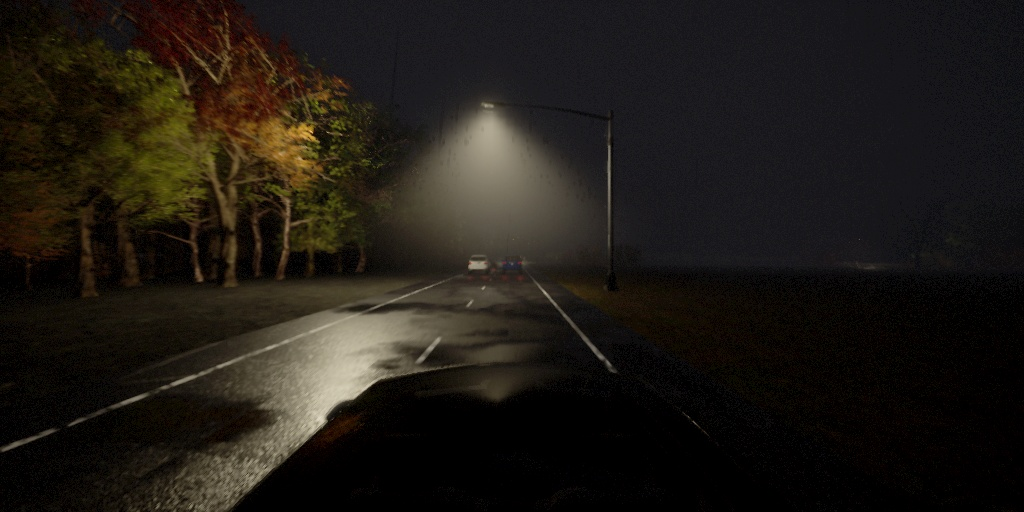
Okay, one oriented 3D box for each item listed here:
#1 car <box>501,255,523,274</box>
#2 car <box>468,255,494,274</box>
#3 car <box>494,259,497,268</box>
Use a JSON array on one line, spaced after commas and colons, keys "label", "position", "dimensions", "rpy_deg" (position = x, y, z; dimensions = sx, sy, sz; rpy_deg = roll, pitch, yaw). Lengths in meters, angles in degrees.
[{"label": "car", "position": [0.021, 0.894, 39.341], "dimensions": [2.150, 2.045, 5.566], "rpy_deg": [0, 0, 0]}, {"label": "car", "position": [-3.479, 0.895, 39.345], "dimensions": [2.150, 2.045, 5.566], "rpy_deg": [0, 0, 0]}, {"label": "car", "position": [-3.416, 1.152, 57.638], "dimensions": [1.812, 1.442, 4.674], "rpy_deg": [0, 0, 0]}]
